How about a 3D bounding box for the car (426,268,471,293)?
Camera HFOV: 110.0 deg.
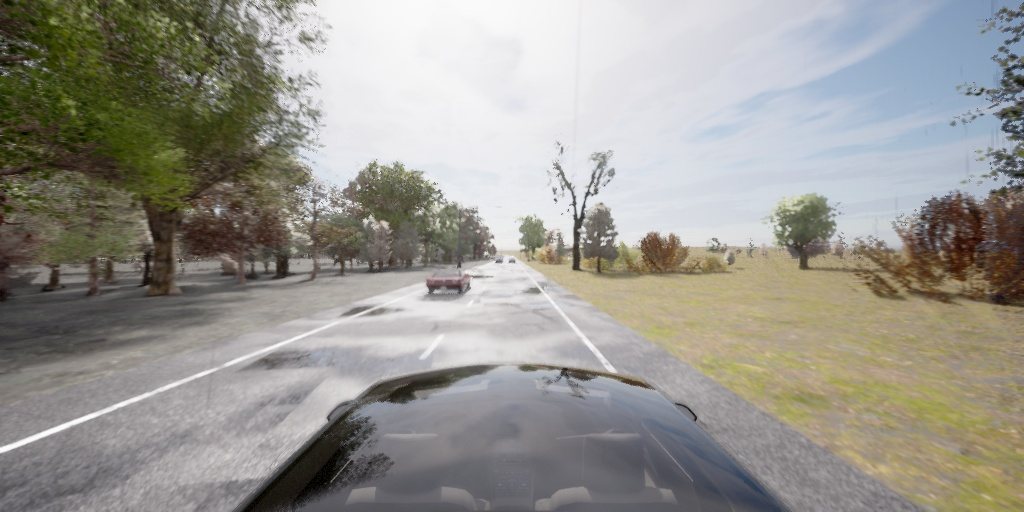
[{"bbox_3d":[-3.493,1.362,20.586,1.895,1.301,4.718,0,0,0],"label":"car"}]
